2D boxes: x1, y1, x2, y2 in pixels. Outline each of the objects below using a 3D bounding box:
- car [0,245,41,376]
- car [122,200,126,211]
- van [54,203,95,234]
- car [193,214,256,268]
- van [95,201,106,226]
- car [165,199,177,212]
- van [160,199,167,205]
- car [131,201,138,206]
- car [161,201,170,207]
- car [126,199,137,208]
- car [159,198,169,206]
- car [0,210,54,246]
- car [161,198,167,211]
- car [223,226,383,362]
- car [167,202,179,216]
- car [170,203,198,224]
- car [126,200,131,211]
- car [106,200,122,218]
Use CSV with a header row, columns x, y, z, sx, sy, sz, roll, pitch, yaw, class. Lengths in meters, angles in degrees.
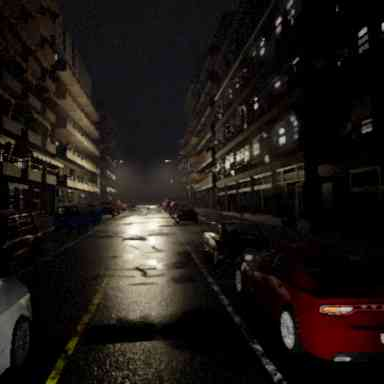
x,y,z,sx,sy,sz,roll,pitch,yaw,class
-2.993,1.615,3.026,1.812,1.442,4.674,-1,-1,-7,car
-10.294,2.021,43.644,2.192,1.841,5.009,0,-1,-7,car
-7.730,1.727,21.672,1.690,1.788,3.998,1,-1,-7,van
1.382,1.653,11.539,2.008,1.369,4.403,0,-1,-7,car
-8.372,1.805,27.166,1.690,1.788,3.998,0,-1,-7,van
-1.814,1.929,39.006,1.967,1.590,4.097,0,-1,-7,car
-7.624,2.631,88.443,1.690,1.788,3.998,0,-1,-7,van
-16.063,3.106,93.075,1.802,1.307,4.206,0,-1,-7,car
-5.701,2.588,71.959,1.802,1.307,4.206,0,-1,-7,car
-13.499,2.456,71.107,2.192,1.841,5.009,0,-1,-7,car
-6.983,2.509,82.950,2.192,1.841,5.009,0,-1,-7,car
-6.449,1.552,10.690,2.192,1.841,5.009,1,-1,-7,car
-3.137,1.969,49.989,2.192,1.841,5.009,0,-1,-7,car
2.024,1.575,6.045,1.887,1.381,4.507,0,-1,-7,car
-1.181,1.953,33.509,1.887,1.381,4.507,0,-1,-7,car
-0.540,1.873,28.017,1.887,1.381,4.507,0,-1,-7,car
-11.578,2.440,54.627,1.947,1.339,4.313,0,-1,-7,car
-9.654,1.939,38.152,2.192,1.841,5.009,0,-1,-7,car
